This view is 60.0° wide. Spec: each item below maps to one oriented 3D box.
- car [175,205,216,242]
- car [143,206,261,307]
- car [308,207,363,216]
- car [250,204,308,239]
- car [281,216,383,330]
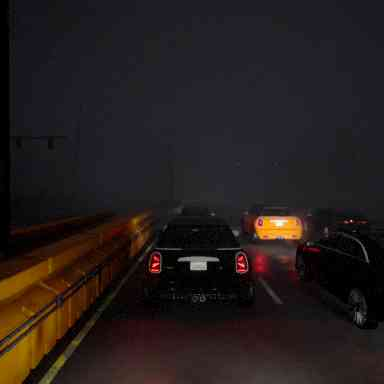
[{"bbox_3d":[0.158,1.505,17.288,1.837,1.490,4.892,0,0,0],"label":"car"},{"bbox_3d":[0.125,1.352,8.112,2.097,1.767,4.553,0,0,0],"label":"car"},{"bbox_3d":[7.157,1.505,16.852,1.837,1.490,4.892,0,0,0],"label":"car"},{"bbox_3d":[3.655,1.352,15.983,2.097,1.767,4.553,0,0,0],"label":"car"},{"bbox_3d":[3.621,1.492,6.872,2.128,1.511,4.902,0,0,0],"label":"car"}]
